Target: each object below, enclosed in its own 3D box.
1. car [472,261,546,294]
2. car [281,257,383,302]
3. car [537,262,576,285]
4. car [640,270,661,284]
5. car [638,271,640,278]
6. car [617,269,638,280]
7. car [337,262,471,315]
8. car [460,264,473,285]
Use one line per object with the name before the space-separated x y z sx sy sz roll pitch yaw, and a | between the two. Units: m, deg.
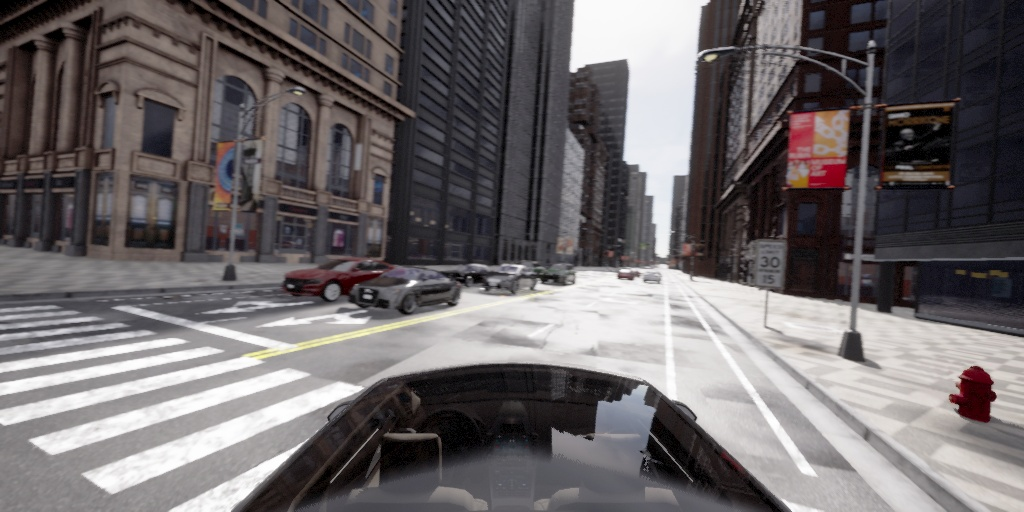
car | 0.001 1.252 20.632 2.128 1.511 4.902 4 0 23
car | -6.298 0.796 14.102 1.882 1.535 5.008 4 0 23
car | 3.910 1.393 29.793 2.097 1.767 4.553 4 0 23
car | 16.609 2.470 42.649 1.812 1.442 4.674 4 0 23
car | 19.927 2.778 58.781 1.994 1.385 4.181 4 0 23
car | 14.968 2.402 47.084 1.994 1.385 4.181 4 0 23
car | -3.484 1.076 12.432 1.994 1.385 4.181 4 0 23
car | -2.657 1.179 22.700 1.895 1.301 4.718 4 0 23
